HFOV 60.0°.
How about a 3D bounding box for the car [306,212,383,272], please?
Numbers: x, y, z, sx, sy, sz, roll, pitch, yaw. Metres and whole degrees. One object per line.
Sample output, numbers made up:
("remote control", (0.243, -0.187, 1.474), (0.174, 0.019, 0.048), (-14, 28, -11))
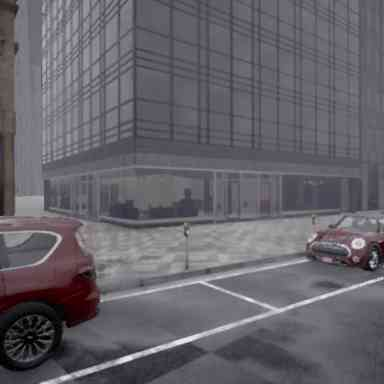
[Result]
("car", (5.514, 1.422, 10.697), (4.097, 1.590, 1.967), (0, 0, -35))

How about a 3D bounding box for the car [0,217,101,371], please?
("car", (-3.670, 1.316, 4.147), (5.009, 1.841, 2.192), (0, 0, -35))
